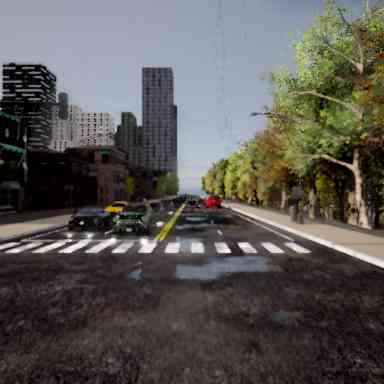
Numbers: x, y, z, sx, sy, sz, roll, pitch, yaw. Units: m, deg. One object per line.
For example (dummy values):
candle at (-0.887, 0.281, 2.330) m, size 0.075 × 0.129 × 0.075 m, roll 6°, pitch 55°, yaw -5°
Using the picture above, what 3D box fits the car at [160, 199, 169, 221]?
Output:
car at (-3.353, 1.653, 29.091) m, size 1.837 × 1.490 × 4.892 m, roll 0°, pitch 0°, yaw 0°

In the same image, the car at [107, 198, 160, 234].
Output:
car at (-3.354, 1.455, 20.031) m, size 2.097 × 1.767 × 4.553 m, roll 0°, pitch 0°, yaw 0°

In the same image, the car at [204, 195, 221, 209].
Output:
car at (3.338, 1.484, 51.868) m, size 2.150 × 2.045 × 5.566 m, roll 0°, pitch 0°, yaw 0°

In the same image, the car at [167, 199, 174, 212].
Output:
car at (-3.344, 1.721, 42.878) m, size 1.837 × 1.490 × 4.892 m, roll 0°, pitch 0°, yaw 0°

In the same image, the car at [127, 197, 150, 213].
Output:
car at (-6.596, 1.562, 41.275) m, size 2.097 × 1.767 × 4.553 m, roll 0°, pitch 0°, yaw 0°

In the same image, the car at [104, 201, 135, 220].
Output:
car at (-6.604, 1.635, 30.848) m, size 1.882 × 1.535 × 5.008 m, roll 0°, pitch 0°, yaw 0°

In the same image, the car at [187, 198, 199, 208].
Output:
car at (0.091, 1.759, 52.760) m, size 2.128 × 1.511 × 4.902 m, roll 0°, pitch 0°, yaw 0°

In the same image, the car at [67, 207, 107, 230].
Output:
car at (-6.604, 1.677, 21.937) m, size 1.994 × 1.385 × 4.181 m, roll 0°, pitch 0°, yaw 0°

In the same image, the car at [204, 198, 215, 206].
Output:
car at (3.241, 1.878, 62.450) m, size 1.994 × 1.385 × 4.181 m, roll 0°, pitch 0°, yaw 0°

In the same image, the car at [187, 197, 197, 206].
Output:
car at (-0.006, 1.795, 63.067) m, size 1.882 × 1.535 × 5.008 m, roll 0°, pitch 0°, yaw 0°
